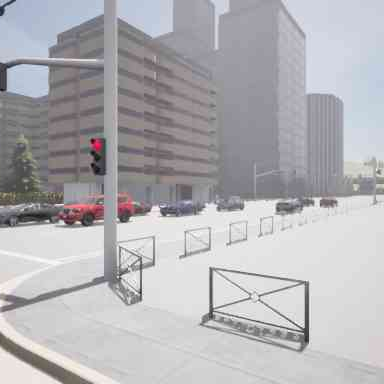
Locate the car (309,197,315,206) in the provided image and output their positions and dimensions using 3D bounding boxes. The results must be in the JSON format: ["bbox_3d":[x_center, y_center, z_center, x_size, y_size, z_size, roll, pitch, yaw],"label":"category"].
[{"bbox_3d":[17.946,1.478,52.544,1.882,1.535,5.008,0,0,35],"label":"car"}]

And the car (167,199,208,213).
[{"bbox_3d":[-0.408,1.547,38.594,2.033,1.411,5.357,0,0,35],"label":"car"}]

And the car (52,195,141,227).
[{"bbox_3d":[-6.547,1.221,23.516,2.150,2.045,5.566,0,0,35],"label":"car"}]

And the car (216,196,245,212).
[{"bbox_3d":[4.678,1.526,39.785,1.812,1.442,4.674,0,0,35],"label":"car"}]

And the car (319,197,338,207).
[{"bbox_3d":[20.870,1.478,50.651,1.882,1.535,5.008,0,0,35],"label":"car"}]

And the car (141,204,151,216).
[{"bbox_3d":[-5.952,1.601,30.549,1.895,1.301,4.718,0,0,35],"label":"car"}]

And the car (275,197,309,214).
[{"bbox_3d":[10.473,1.491,35.544,2.128,1.511,4.902,0,0,35],"label":"car"}]

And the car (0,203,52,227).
[{"bbox_3d":[-11.209,1.492,22.916,2.128,1.511,4.902,0,0,35],"label":"car"}]

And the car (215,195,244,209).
[{"bbox_3d":[5.382,1.352,46.932,2.097,1.767,4.553,0,0,35],"label":"car"}]

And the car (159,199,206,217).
[{"bbox_3d":[-1.005,1.601,31.562,1.895,1.301,4.718,0,0,35],"label":"car"}]
